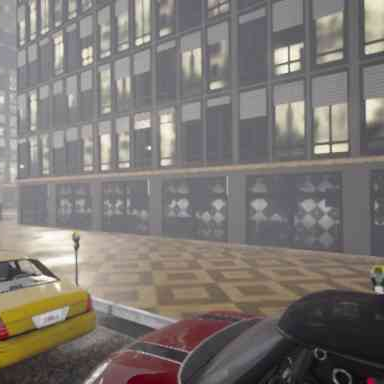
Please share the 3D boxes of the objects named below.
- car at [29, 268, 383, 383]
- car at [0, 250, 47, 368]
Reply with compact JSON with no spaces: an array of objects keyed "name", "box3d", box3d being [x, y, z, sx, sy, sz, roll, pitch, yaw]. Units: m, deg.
[{"name":"car","box3d":[1.001,1.440,2.181,4.097,1.590,1.967,0,-1,36]},{"name":"car","box3d":[-3.631,1.531,5.493,4.829,1.417,1.752,0,-1,36]}]
